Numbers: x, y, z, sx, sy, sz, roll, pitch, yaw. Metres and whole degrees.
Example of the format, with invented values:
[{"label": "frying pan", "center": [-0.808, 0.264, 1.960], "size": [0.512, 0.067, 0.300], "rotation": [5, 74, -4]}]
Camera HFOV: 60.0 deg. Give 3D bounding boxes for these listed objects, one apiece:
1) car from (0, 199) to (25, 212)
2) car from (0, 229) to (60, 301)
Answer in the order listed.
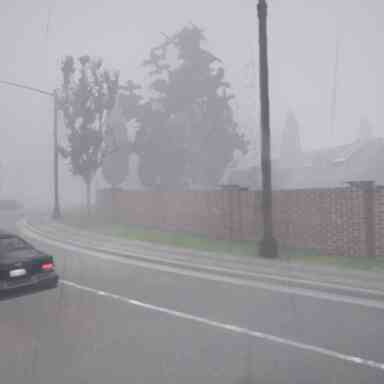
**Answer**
[{"label": "car", "center": [-21.980, 1.631, 40.143], "size": [1.812, 1.442, 4.674], "rotation": [-2, 1, -4]}, {"label": "car", "center": [-5.225, 1.608, 8.049], "size": [5.357, 1.411, 2.033], "rotation": [0, 0, 41]}]
